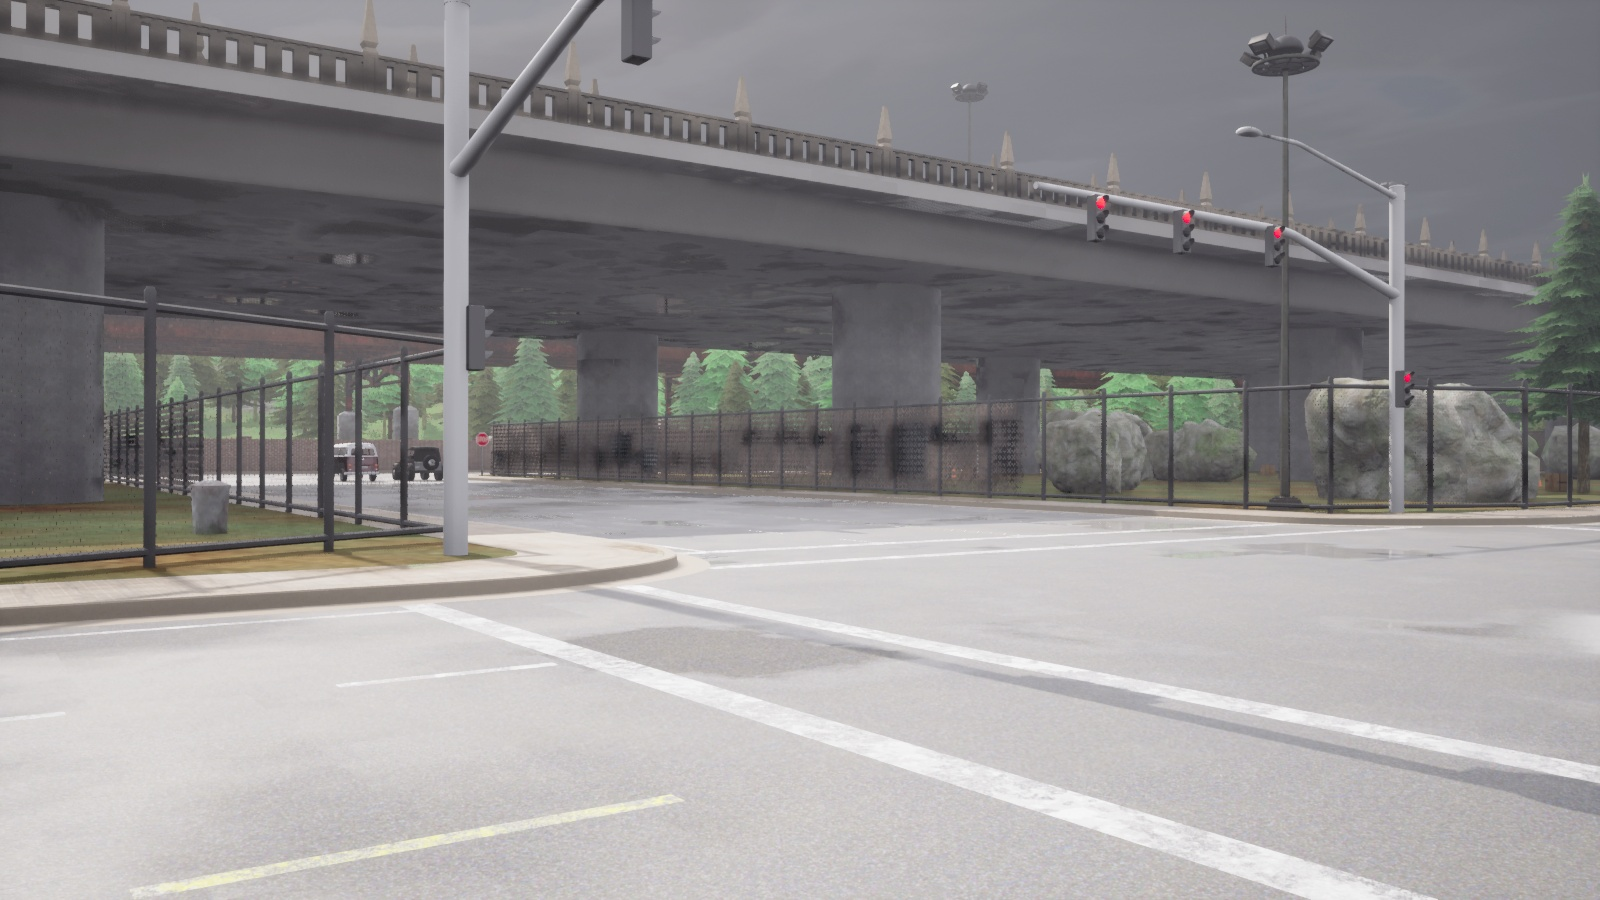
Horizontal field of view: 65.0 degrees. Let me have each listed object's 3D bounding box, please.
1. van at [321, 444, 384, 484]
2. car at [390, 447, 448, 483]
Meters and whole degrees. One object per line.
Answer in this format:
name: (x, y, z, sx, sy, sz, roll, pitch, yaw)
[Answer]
van: (-23.884, 0.738, 66.922, 2.069, 2.038, 4.480, 0, 0, -35)
car: (-20.874, 0.809, 68.727, 1.905, 1.878, 3.866, 0, 0, -35)
